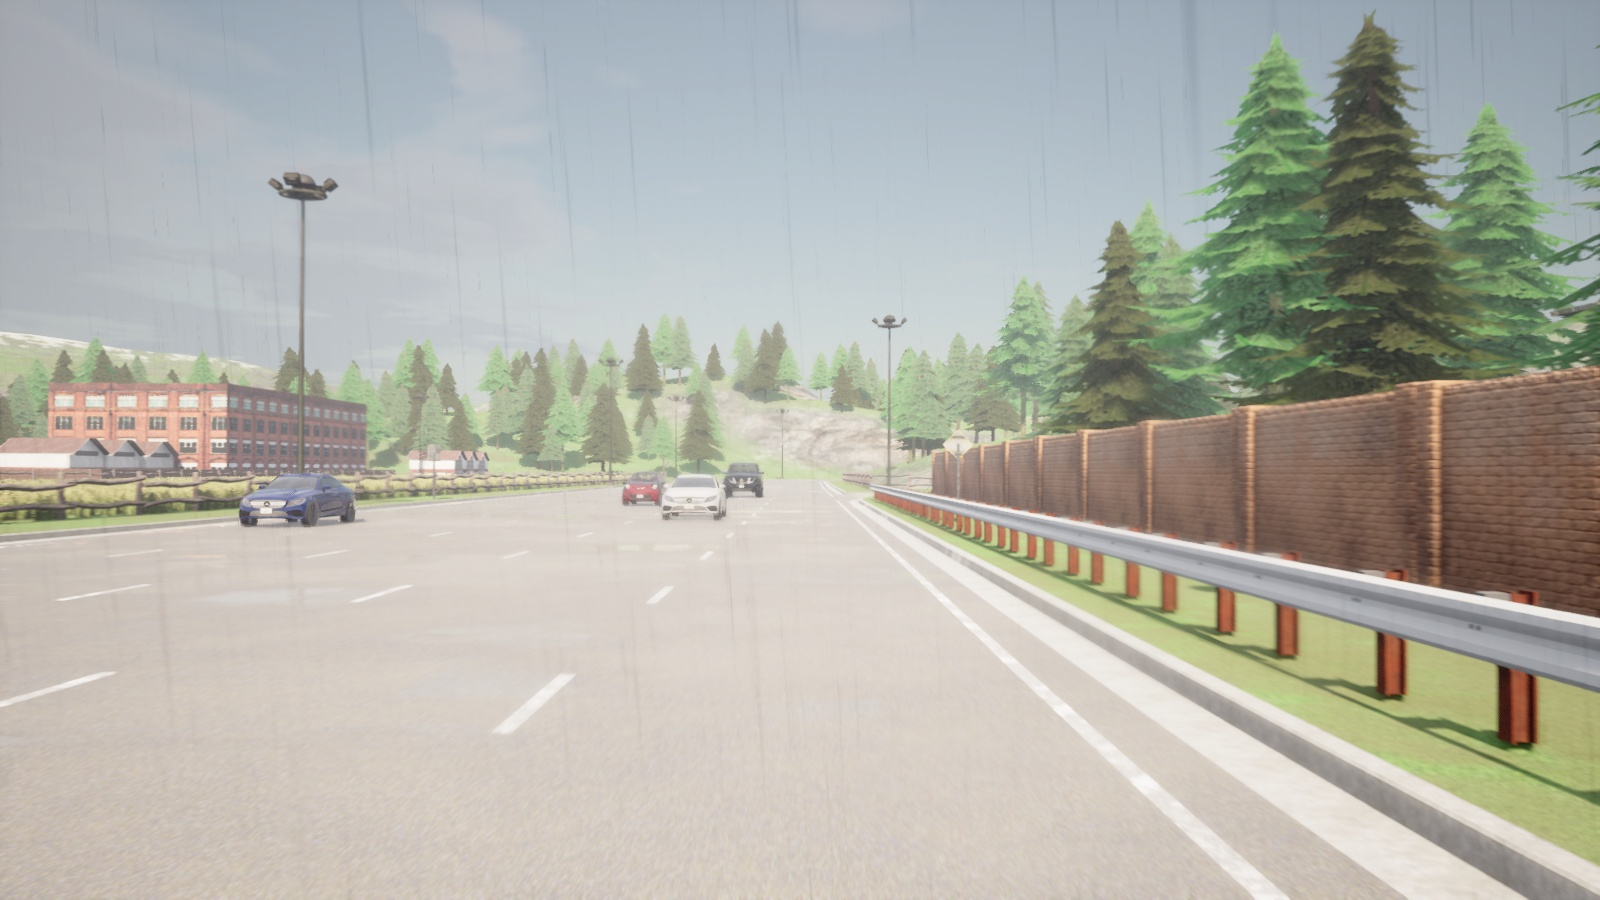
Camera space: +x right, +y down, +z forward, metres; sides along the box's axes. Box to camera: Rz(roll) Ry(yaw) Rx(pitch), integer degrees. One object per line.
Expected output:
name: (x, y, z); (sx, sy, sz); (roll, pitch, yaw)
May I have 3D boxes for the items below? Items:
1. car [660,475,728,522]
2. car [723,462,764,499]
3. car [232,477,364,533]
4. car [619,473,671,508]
car: (-3.391, 1.536, 40.886); (1.812, 1.442, 4.674); (0, -1, 0)
car: (-3.263, 1.777, 73.769); (2.150, 2.045, 5.566); (0, -1, 0)
car: (-13.913, 1.481, 35.095); (1.812, 1.442, 4.674); (0, -1, 0)
car: (-6.833, 1.786, 55.734); (1.845, 1.501, 3.633); (0, -1, 0)
